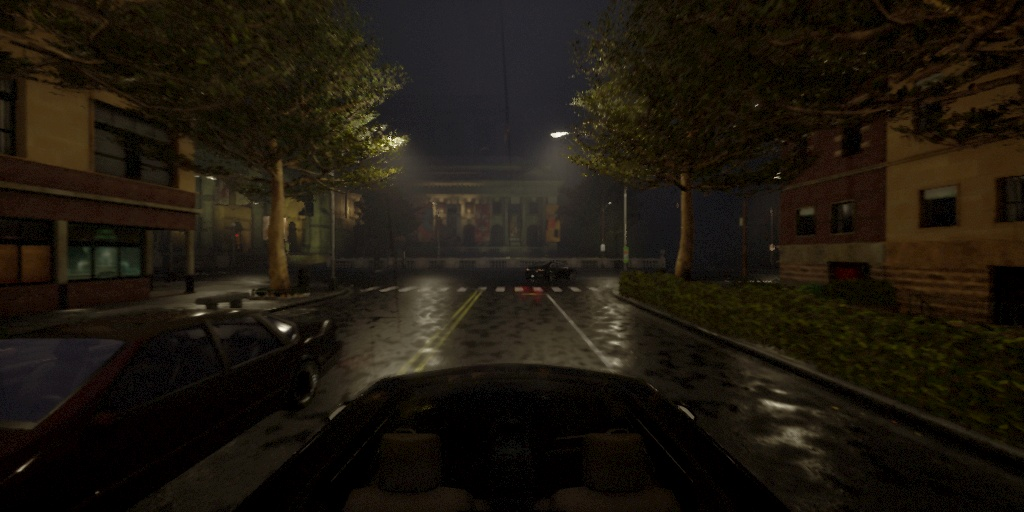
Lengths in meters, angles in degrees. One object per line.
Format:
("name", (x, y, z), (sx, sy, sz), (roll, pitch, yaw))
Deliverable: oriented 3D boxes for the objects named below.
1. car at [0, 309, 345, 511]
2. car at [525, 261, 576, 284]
("car", (-3.578, 1.288, 3.357), (2.033, 1.411, 5.357), (0, 0, 0))
("car", (2.864, 1.116, 25.608), (2.128, 1.511, 4.902), (-1, 0, 38))
